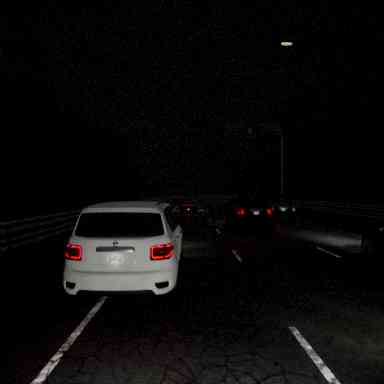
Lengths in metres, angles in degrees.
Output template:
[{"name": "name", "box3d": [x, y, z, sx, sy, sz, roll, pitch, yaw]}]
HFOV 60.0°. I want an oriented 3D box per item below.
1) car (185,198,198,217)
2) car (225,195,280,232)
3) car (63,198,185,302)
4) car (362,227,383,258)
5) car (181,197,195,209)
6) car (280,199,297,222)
[{"name": "car", "box3d": [-0.383, 1.526, 36.403, 1.837, 1.490, 4.892, 0, 0, -1]}, {"name": "car", "box3d": [3.335, 1.224, 20.066, 2.150, 2.045, 5.566, 0, -1, -1]}, {"name": "car", "box3d": [-1.352, 1.225, 8.397, 2.150, 2.045, 5.566, 0, 0, -1]}, {"name": "car", "box3d": [6.957, 1.492, 9.883, 2.128, 1.511, 4.902, 0, 0, -1]}, {"name": "car", "box3d": [-0.534, 1.548, 46.753, 1.837, 1.490, 4.892, 0, 0, 0]}, {"name": "car", "box3d": [6.759, 1.362, 26.804, 2.097, 1.767, 4.553, 0, 0, -1]}]
